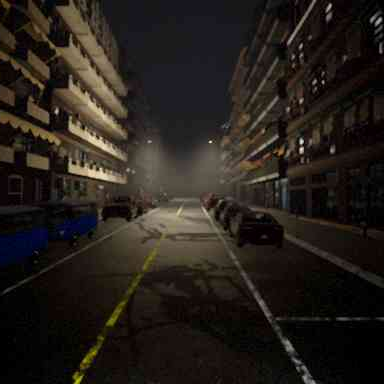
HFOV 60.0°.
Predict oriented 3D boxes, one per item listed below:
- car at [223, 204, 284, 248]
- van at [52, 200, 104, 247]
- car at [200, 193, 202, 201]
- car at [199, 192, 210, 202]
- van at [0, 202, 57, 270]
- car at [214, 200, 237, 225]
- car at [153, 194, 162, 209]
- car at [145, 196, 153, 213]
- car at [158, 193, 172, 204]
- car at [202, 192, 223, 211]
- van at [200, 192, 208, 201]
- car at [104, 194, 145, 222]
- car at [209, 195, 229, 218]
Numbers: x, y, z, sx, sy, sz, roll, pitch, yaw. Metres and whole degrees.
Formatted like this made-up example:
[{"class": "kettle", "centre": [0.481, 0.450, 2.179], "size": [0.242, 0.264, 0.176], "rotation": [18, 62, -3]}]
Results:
[{"class": "car", "centre": [2.594, 1.460, 14.139], "size": [1.887, 1.381, 4.507], "rotation": [1, 0, 0]}, {"class": "van", "centre": [-5.282, 1.257, 14.204], "size": [1.690, 1.788, 3.998], "rotation": [1, 0, 0]}, {"class": "car", "centre": [2.583, 1.202, 47.325], "size": [1.967, 1.590, 4.097], "rotation": [1, 0, 0]}, {"class": "car", "centre": [2.599, 1.009, 69.450], "size": [2.192, 1.841, 5.009], "rotation": [1, 0, 0]}, {"class": "van", "centre": [-5.284, 1.288, 8.672], "size": [1.690, 1.788, 3.998], "rotation": [2, 0, 0]}, {"class": "car", "centre": [2.598, 1.431, 19.669], "size": [1.887, 1.381, 4.507], "rotation": [1, 0, 0]}, {"class": "car", "centre": [-5.269, 1.349, 41.858], "size": [1.947, 1.339, 4.313], "rotation": [1, 0, 0]}, {"class": "car", "centre": [-5.270, 1.147, 30.794], "size": [2.192, 1.841, 5.009], "rotation": [1, 0, 0]}, {"class": "car", "centre": [-5.253, 1.039, 58.447], "size": [2.192, 1.841, 5.009], "rotation": [1, 0, 0]}, {"class": "car", "centre": [2.579, 1.121, 36.261], "size": [2.192, 1.841, 5.009], "rotation": [1, 0, 0]}, {"class": "van", "centre": [2.602, 1.023, 74.981], "size": [1.690, 1.788, 3.998], "rotation": [1, 0, 0]}, {"class": "car", "centre": [-5.274, 1.174, 25.265], "size": [2.192, 1.841, 5.009], "rotation": [1, 0, 0]}, {"class": "car", "centre": [2.611, 1.299, 25.200], "size": [1.967, 1.590, 4.097], "rotation": [1, 0, 0]}]
